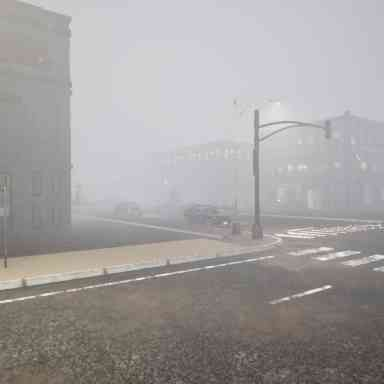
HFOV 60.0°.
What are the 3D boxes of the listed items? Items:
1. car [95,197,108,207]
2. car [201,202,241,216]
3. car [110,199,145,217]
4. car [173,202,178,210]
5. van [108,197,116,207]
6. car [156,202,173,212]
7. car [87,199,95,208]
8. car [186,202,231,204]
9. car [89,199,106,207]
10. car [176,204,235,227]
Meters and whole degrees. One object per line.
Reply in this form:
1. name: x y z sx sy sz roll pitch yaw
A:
1. car: -16.198 1.940 63.609 2.192 1.841 5.009 -1 0 -36
2. car: 3.105 1.809 36.580 2.008 1.369 4.403 -2 0 -36
3. car: -6.933 1.846 36.214 1.967 1.590 4.097 -1 0 -36
4. car: -0.110 1.904 41.086 1.802 1.307 4.206 -2 0 -36
5. van: -12.981 1.907 59.104 1.690 1.788 3.998 -1 0 -36
6. car: -3.326 1.966 45.590 1.802 1.307 4.206 -2 0 -36
7. car: -19.223 2.159 63.414 2.128 1.511 4.902 -1 0 -36
8. car: 1.300 1.785 29.159 1.812 1.442 4.674 -1 0 -36
9. car: -19.408 2.228 68.114 1.887 1.381 4.507 -1 0 -36
10. car: 1.035 1.814 24.850 1.947 1.339 4.313 -2 0 -36
